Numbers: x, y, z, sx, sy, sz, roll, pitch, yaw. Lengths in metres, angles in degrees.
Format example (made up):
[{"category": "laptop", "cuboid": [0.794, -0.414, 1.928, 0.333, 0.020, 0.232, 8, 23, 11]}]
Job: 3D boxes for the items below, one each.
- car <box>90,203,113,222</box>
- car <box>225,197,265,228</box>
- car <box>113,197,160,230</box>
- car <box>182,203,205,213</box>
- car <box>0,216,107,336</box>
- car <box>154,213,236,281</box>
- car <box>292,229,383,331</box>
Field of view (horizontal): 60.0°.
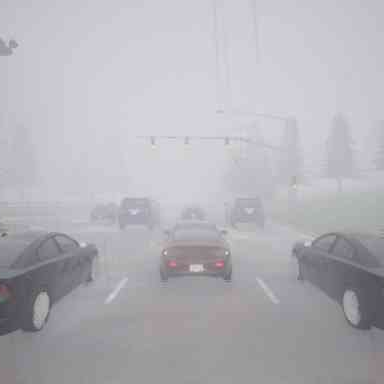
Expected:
[{"category": "car", "cuboid": [-6.903, 1.635, 27.399, 2.128, 1.511, 4.902, 0, 0, 0]}, {"category": "car", "cuboid": [3.595, 1.345, 23.301, 2.150, 2.045, 5.566, 0, 0, 0]}, {"category": "car", "cuboid": [-3.403, 1.340, 22.225, 2.150, 2.045, 5.566, 0, 0, 0]}, {"category": "car", "cuboid": [0.098, 1.675, 28.384, 1.812, 1.442, 4.674, 0, 0, 0]}, {"category": "car", "cuboid": [-3.402, 1.514, 6.874, 1.882, 1.535, 5.008, 0, 0, 0]}, {"category": "car", "cuboid": [0.098, 1.578, 9.879, 1.812, 1.442, 4.674, 0, 0, 0]}, {"category": "car", "cuboid": [3.600, 1.515, 6.994, 1.882, 1.535, 5.008, 0, 0, 0]}]
